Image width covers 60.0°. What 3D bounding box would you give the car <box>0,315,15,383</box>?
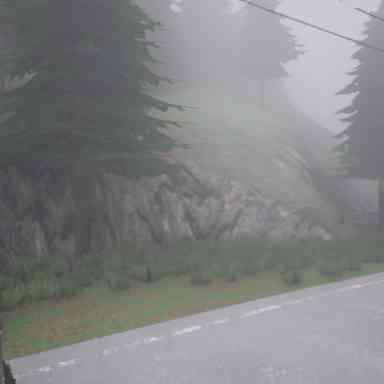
[{"bbox_3d":[-3.621,1.209,0.912,5.566,2.045,2.150,0,0,-36],"label":"car"}]
